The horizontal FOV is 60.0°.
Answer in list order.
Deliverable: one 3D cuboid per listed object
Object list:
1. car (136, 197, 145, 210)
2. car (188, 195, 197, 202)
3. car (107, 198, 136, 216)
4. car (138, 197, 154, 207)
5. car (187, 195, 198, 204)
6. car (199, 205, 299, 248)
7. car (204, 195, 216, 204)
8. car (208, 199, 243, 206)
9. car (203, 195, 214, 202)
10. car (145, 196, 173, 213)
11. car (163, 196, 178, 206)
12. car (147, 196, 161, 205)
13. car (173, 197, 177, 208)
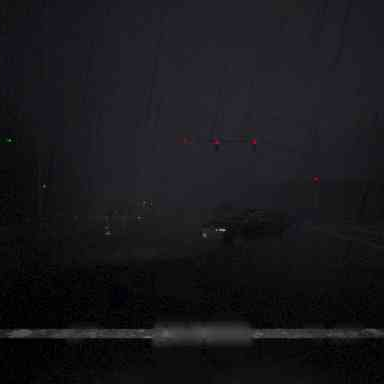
[{"bbox_3d":[-7.059,1.478,42.234,1.882,1.535,5.008,0,0,0],"label":"car"},{"bbox_3d":[0.061,1.413,73.921,1.994,1.385,4.181,0,0,0],"label":"car"},{"bbox_3d":[-7.067,1.526,32.940,1.812,1.442,4.674,0,0,0],"label":"car"},{"bbox_3d":[-7.048,1.505,51.720,1.837,1.490,4.892,0,0,0],"label":"car"},{"bbox_3d":[0.052,1.505,63.812,1.837,1.490,4.892,0,0,0],"label":"car"},{"bbox_3d":[2.609,1.516,14.909,4.902,1.511,2.128,0,0,-31],"label":"car"},{"bbox_3d":[3.552,1.352,63.779,2.097,1.767,4.553,0,0,0],"label":"car"},{"bbox_3d":[3.283,1.553,27.548,2.033,1.411,5.357,0,0,-13],"label":"car"},{"bbox_3d":[3.561,1.386,73.918,2.128,1.511,4.902,0,0,0],"label":"car"},{"bbox_3d":[-3.558,1.352,37.033,2.097,1.767,4.553,0,0,0],"label":"car"},{"bbox_3d":[-3.534,1.492,55.661,2.128,1.511,4.902,0,0,0],"label":"car"},{"bbox_3d":[-7.012,1.492,62.128,2.128,1.511,4.902,0,0,0],"label":"car"},{"bbox_3d":[-3.556,1.564,45.603,1.994,1.385,4.181,0,0,0],"label":"car"}]
